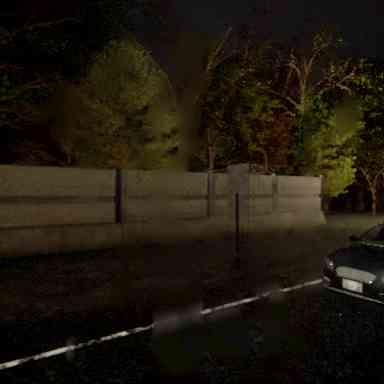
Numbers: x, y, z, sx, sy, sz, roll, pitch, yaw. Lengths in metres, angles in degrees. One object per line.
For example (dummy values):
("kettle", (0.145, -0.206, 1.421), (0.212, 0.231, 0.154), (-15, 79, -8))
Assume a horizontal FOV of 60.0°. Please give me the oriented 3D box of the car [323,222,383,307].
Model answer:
("car", (4.924, 1.436, 7.493), (4.902, 1.511, 2.128), (0, 2, -36))
